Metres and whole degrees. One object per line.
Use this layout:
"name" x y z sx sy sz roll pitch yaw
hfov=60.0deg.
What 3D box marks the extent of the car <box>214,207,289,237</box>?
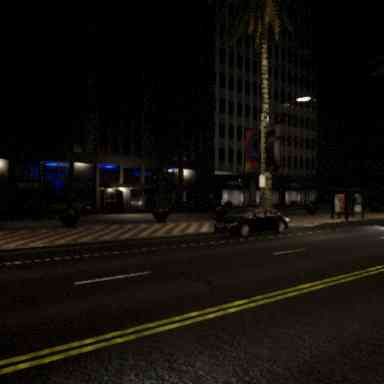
"car" 3.439 1.600 18.740 4.892 1.521 2.231 1 0 -36
